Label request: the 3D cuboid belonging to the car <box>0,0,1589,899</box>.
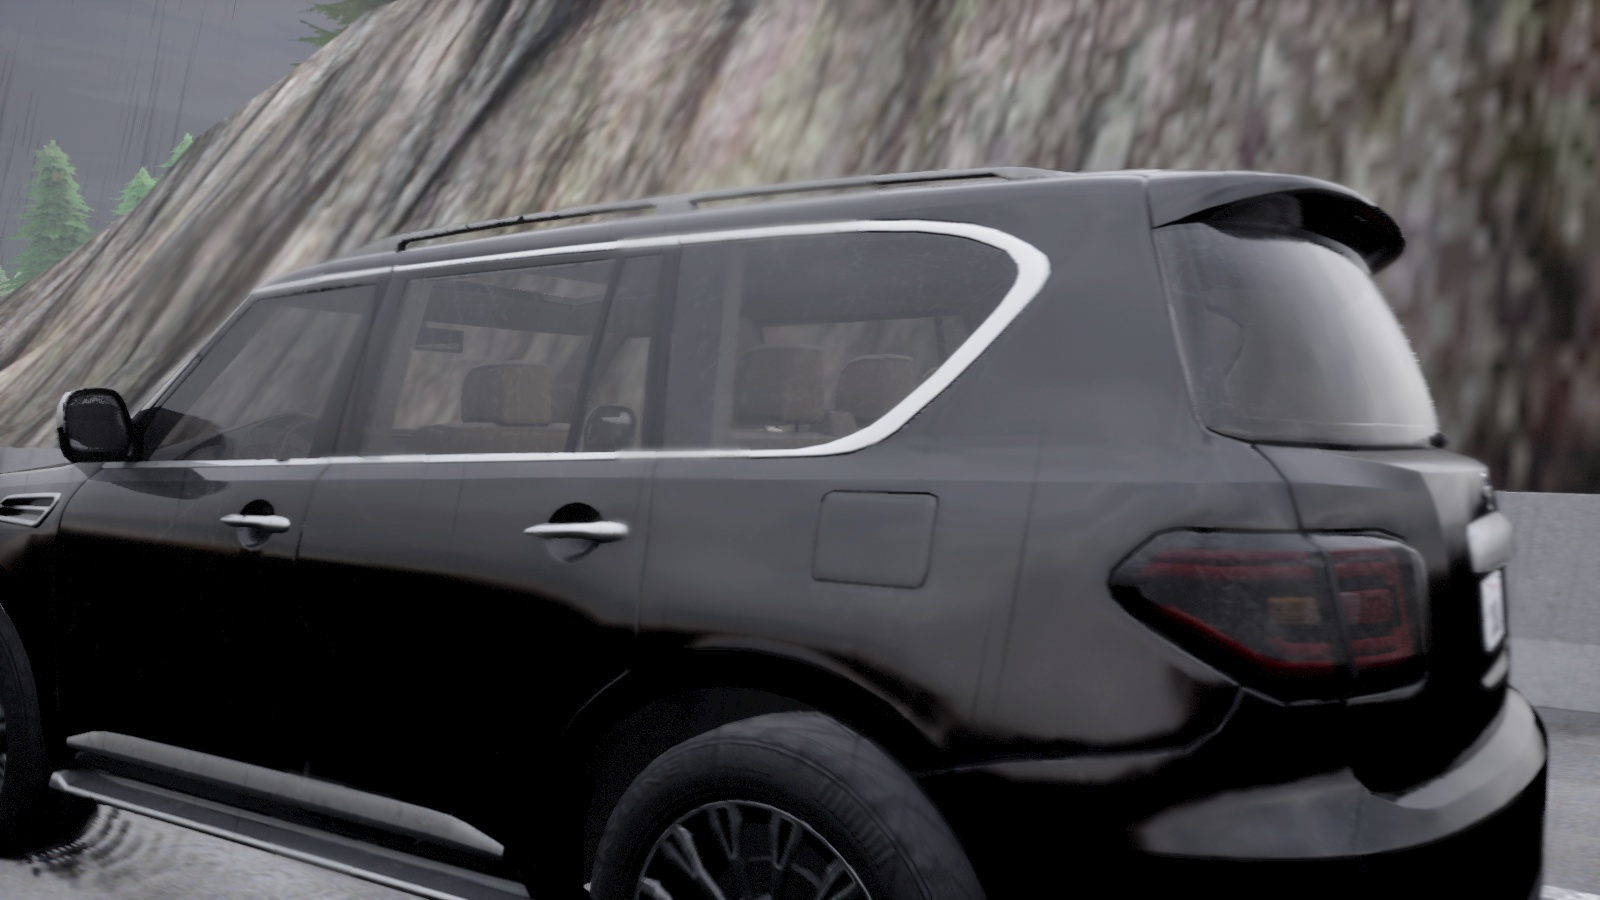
[{"bbox_3d":[-0.738,0.401,4.110,5.566,2.045,2.150,0,1,34],"label":"car"}]
